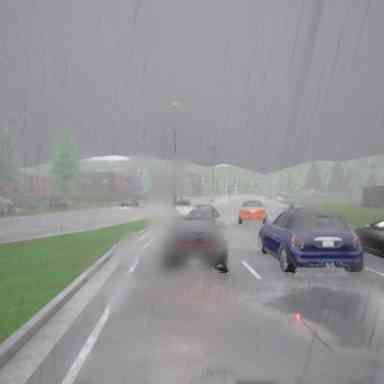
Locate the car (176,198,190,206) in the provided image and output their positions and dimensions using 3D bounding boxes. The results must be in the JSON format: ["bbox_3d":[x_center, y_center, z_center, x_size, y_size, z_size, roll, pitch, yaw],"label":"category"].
[{"bbox_3d":[-1.468,1.785,57.969,1.895,1.301,4.718,0,0,11],"label":"car"}]

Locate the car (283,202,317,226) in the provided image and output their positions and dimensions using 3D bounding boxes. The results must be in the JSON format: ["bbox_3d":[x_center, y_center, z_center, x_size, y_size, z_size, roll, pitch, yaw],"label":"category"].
[{"bbox_3d":[8.236,1.593,25.711,1.837,1.490,4.892,0,0,10],"label":"car"}]

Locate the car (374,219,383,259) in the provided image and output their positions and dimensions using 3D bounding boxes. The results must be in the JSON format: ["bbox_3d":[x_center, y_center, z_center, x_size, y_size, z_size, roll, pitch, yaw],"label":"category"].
[{"bbox_3d":[7.076,1.606,11.423,1.994,1.385,4.181,0,0,0],"label":"car"}]

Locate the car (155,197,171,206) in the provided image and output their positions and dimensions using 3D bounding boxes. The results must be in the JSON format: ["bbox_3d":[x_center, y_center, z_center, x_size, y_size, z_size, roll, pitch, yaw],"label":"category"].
[{"bbox_3d":[-5.026,1.673,57.977,2.128,1.511,4.902,0,0,10],"label":"car"}]

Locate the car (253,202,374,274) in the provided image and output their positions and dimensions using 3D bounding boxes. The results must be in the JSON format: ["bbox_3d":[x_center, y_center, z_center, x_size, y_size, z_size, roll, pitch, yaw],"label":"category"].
[{"bbox_3d":[3.588,1.389,10.895,2.097,1.767,4.553,0,0,0],"label":"car"}]

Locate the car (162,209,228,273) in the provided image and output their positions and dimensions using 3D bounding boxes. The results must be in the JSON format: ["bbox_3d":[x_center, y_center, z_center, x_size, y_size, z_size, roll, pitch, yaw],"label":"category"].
[{"bbox_3d":[0.083,1.541,10.831,1.837,1.490,4.892,0,0,0],"label":"car"}]

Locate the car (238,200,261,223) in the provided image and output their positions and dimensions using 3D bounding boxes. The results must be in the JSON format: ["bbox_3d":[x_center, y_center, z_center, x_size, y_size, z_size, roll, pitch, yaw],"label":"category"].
[{"bbox_3d":[4.760,1.438,26.139,2.097,1.767,4.553,0,0,10],"label":"car"}]

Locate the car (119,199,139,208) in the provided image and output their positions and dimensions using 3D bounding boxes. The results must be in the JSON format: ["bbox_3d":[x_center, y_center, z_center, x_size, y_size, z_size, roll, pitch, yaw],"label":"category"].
[{"bbox_3d":[-9.709,1.723,51.695,1.994,1.385,4.181,0,0,10],"label":"car"}]

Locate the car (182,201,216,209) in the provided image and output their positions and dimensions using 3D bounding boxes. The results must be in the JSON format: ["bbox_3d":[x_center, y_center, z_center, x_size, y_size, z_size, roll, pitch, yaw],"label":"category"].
[{"bbox_3d":[0.933,1.627,24.611,2.033,1.411,5.357,0,0,10],"label":"car"}]
